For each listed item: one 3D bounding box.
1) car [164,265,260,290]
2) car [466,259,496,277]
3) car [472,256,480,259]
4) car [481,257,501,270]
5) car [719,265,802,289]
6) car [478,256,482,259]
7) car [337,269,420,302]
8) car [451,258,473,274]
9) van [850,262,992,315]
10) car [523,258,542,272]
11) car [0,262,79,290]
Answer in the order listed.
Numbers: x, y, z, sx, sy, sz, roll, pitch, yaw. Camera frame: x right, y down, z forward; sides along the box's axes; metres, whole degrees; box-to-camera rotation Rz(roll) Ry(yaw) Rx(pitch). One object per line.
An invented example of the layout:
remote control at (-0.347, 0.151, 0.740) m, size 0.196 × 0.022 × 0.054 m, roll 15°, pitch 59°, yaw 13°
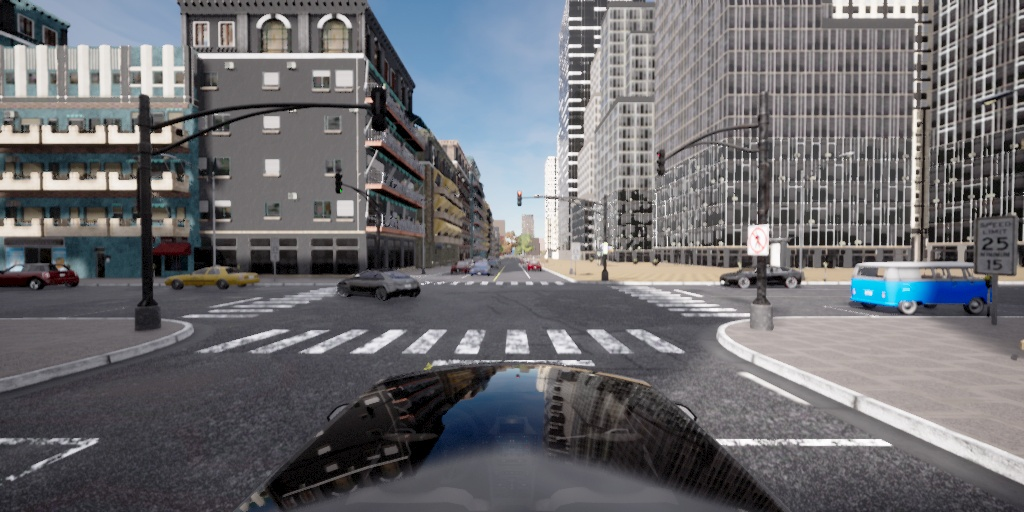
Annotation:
car at (-17.829, 1.221, 21.371) m, size 4.829 × 1.417 × 1.751 m, roll 0°, pitch 0°, yaw 0°
car at (-3.007, 1.247, 35.624) m, size 2.033 × 1.411 × 5.357 m, roll 0°, pitch 0°, yaw 0°
car at (-5.572, 1.127, 45.070) m, size 1.967 × 1.591 × 4.097 m, roll 0°, pitch 0°, yaw 0°
car at (-2.952, 1.242, 51.606) m, size 1.994 × 1.385 × 4.181 m, roll 0°, pitch 0°, yaw 0°
car at (14.729, 1.190, 21.334) m, size 4.313 × 1.339 × 1.948 m, roll 0°, pitch 0°, yaw 0°
car at (-5.541, 0.988, 56.368) m, size 2.192 × 1.841 × 5.009 m, roll 0°, pitch 0°, yaw 0°
car at (-6.414, 1.301, 17.170) m, size 4.181 × 1.385 × 1.994 m, roll 0°, pitch 1°, yaw 31°
car at (-5.588, 1.239, 39.421) m, size 1.888 × 1.381 × 4.507 m, roll 0°, pitch 0°, yaw 0°
van at (14.719, 1.102, 12.954) m, size 3.998 × 1.789 × 1.690 m, roll 0°, pitch 0°, yaw 0°
car at (2.775, 1.232, 45.104) m, size 1.888 × 1.381 × 4.507 m, roll 0°, pitch 0°, yaw 0°
car at (-28.727, 1.164, 21.384) m, size 4.097 × 1.591 × 1.967 m, roll 0°, pitch 0°, yaw 0°
